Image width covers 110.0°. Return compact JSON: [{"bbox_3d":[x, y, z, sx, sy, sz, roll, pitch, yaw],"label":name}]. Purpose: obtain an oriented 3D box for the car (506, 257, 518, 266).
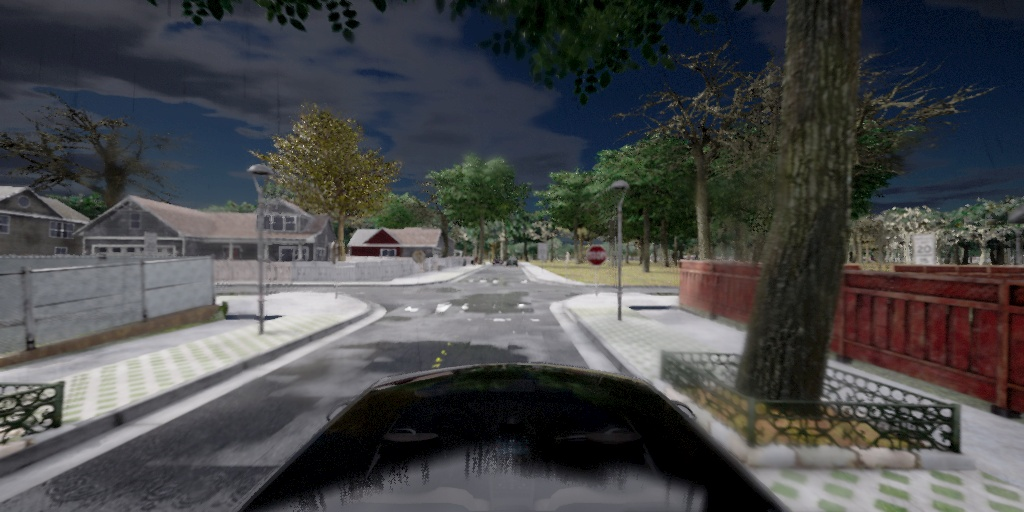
[{"bbox_3d":[0.012,0.941,64.146,2.097,1.767,4.553,0,0,0],"label":"car"}]
